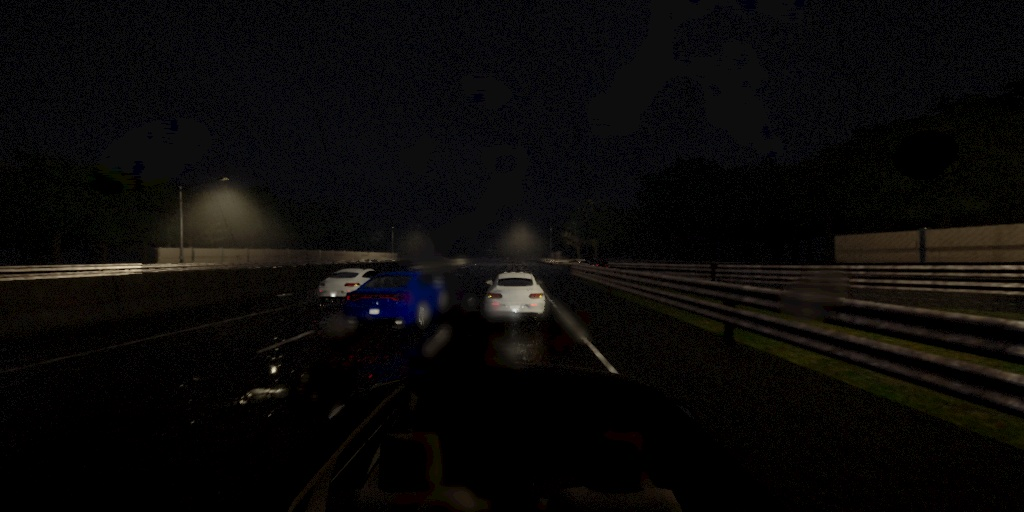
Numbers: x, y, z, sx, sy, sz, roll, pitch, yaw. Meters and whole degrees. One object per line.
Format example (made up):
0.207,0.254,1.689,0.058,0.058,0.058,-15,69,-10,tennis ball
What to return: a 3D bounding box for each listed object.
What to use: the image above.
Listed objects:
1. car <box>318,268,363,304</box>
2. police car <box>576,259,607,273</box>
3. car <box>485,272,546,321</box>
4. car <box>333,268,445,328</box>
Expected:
-6.888,1.260,16.143,1.812,1.442,4.674,0,0,0,car
8.786,1.152,40.866,2.038,1.542,4.974,-1,0,-17,police car
0.099,1.264,12.280,1.812,1.442,4.674,0,0,0,car
-3.401,1.217,11.329,1.882,1.535,5.008,0,0,0,car
